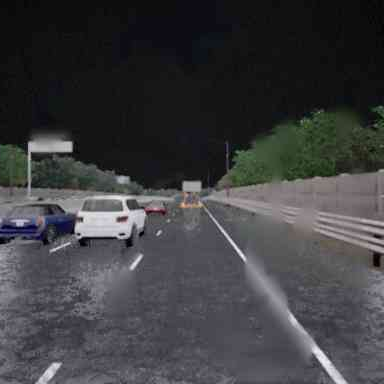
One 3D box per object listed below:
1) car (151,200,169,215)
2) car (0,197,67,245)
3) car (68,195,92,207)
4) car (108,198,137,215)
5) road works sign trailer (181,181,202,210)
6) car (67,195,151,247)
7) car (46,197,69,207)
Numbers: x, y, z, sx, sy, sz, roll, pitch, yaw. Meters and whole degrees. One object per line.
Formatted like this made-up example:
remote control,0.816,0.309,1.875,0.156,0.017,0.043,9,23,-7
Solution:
car,-3.413,1.490,32.830,1.994,1.385,4.181,0,0,0
car,-6.907,1.302,15.476,2.097,1.767,4.553,0,0,0
car,-17.577,1.319,52.431,2.097,1.767,4.553,0,0,0
car,-6.913,1.403,33.596,1.882,1.535,5.008,0,0,0
road works sign trailer,-0.012,0.389,40.859,2.380,3.560,2.880,0,0,0
car,-3.406,1.173,14.927,2.150,2.045,5.566,0,0,0
car,-21.071,1.529,52.350,1.994,1.385,4.181,0,0,0
